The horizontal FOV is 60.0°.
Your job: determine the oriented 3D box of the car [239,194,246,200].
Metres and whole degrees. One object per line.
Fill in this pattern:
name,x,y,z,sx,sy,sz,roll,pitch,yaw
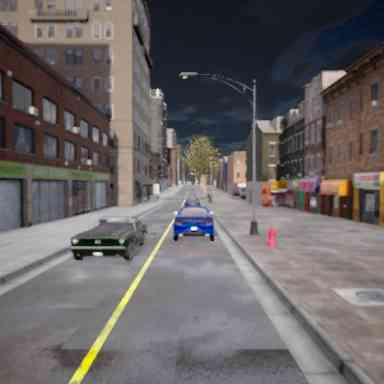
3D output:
car,12.670,0.730,71.128,5.009,1.841,2.192,1,1,0

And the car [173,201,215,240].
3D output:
car,0.089,1.426,16.882,1.882,1.535,5.008,0,0,0

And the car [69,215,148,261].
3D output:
car,-2.849,1.569,12.293,1.895,1.301,4.718,0,0,0

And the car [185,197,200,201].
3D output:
car,0.075,1.333,41.707,1.994,1.385,4.181,0,1,0
